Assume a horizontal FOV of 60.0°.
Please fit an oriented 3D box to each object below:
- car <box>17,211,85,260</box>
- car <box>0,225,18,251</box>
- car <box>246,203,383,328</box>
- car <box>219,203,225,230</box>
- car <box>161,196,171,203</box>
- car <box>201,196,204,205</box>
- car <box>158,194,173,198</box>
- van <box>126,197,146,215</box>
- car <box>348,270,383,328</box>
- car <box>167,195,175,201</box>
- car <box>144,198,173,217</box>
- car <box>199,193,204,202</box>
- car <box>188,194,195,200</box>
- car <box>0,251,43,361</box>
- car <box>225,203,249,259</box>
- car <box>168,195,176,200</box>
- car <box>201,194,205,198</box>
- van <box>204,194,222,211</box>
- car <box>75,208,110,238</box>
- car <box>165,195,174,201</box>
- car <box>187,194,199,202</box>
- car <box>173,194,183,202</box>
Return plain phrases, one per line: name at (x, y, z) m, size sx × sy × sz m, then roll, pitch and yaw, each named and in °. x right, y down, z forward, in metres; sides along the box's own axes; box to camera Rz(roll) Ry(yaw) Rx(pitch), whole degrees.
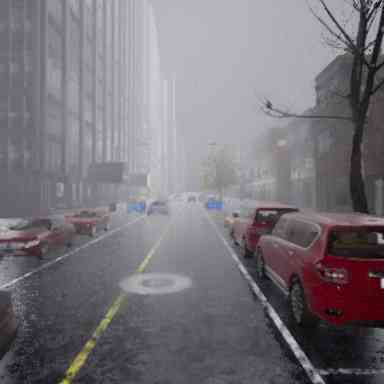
car at (-5.685, 1.597, 12.446) m, size 1.802 × 1.307 × 4.206 m, roll 1°, pitch 0°, yaw 0°
car at (-5.684, 1.591, 6.897) m, size 1.802 × 1.307 × 4.206 m, roll 1°, pitch 0°, yaw 0°
car at (2.700, 1.324, 6.900) m, size 2.192 × 1.841 × 5.009 m, roll 1°, pitch 0°, yaw 0°
car at (2.695, 1.545, 18.165) m, size 1.752 × 1.417 × 4.829 m, roll 1°, pitch 0°, yaw 0°
car at (-5.699, 1.543, 73.284) m, size 1.752 × 1.417 × 4.829 m, roll 1°, pitch 0°, yaw 0°
car at (2.688, 1.593, 45.727) m, size 1.947 × 1.339 × 4.313 m, roll 1°, pitch 0°, yaw 0°
car at (-5.694, 1.336, 67.909) m, size 2.192 × 1.841 × 5.009 m, roll 1°, pitch 0°, yaw 0°
van at (-5.686, 1.368, 34.632) m, size 1.690 × 1.788 × 3.998 m, roll 1°, pitch 0°, yaw 0°
car at (2.699, 1.553, 1.354) m, size 2.008 × 1.369 × 4.403 m, roll 1°, pitch 0°, yaw 0°
car at (-5.704, 1.569, 90.094) m, size 1.947 × 1.339 × 4.313 m, roll 1°, pitch 0°, yaw 0°
car at (-3.104, 1.552, 31.473) m, size 1.812 × 1.442 × 4.674 m, roll 0°, pitch 0°, yaw 0°
car at (2.682, 1.543, 73.628) m, size 1.752 × 1.417 × 4.829 m, roll 1°, pitch 0°, yaw 0°
car at (-0.025, 1.429, 89.484) m, size 1.837 × 1.490 × 4.892 m, roll 0°, pitch 0°, yaw 0°
car at (-3.090, 1.550, 1.862) m, size 2.033 × 1.411 × 5.357 m, roll 0°, pitch 0°, yaw 0°
car at (2.699, 1.330, 12.449) m, size 2.192 × 1.841 × 5.009 m, roll 1°, pitch 0°, yaw 0°
car at (-5.705, 1.542, 95.472) m, size 1.752 × 1.417 × 4.829 m, roll 1°, pitch 0°, yaw 0°
car at (2.984, 1.552, 56.209) m, size 1.812 × 1.442 × 4.674 m, roll 0°, pitch 0°, yaw 0°
van at (2.692, 1.368, 40.181) m, size 1.690 × 1.788 × 3.998 m, roll 1°, pitch 0°, yaw 0°
car at (-5.685, 1.564, 17.992) m, size 1.887 × 1.381 × 4.507 m, roll 1°, pitch 0°, yaw 0°
car at (-5.702, 1.534, 84.376) m, size 1.752 × 1.417 × 4.829 m, roll 1°, pitch 0°, yaw 0°
car at (-0.019, 1.502, 70.001) m, size 1.895 × 1.301 × 4.718 m, roll 0°, pitch 0°, yaw 0°
car at (-3.021, 1.324, 71.861) m, size 2.097 × 1.767 × 4.553 m, roll 0°, pitch 0°, yaw 0°
